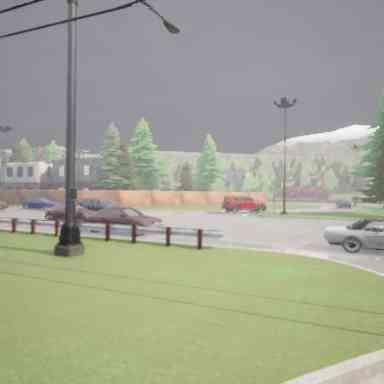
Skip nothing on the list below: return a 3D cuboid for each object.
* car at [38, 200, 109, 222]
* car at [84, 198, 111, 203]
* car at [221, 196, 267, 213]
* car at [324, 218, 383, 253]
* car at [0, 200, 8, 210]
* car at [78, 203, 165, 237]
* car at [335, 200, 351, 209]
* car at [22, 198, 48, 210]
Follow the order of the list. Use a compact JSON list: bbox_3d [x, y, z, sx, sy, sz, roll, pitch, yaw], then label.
[{"bbox_3d":[-8.814,1.551,24.691,4.674,1.442,1.812,0,0,25],"label":"car"},{"bbox_3d":[-8.936,1.413,32.482,4.553,1.767,2.097,0,0,25],"label":"car"},{"bbox_3d":[6.175,1.463,39.664,5.566,2.045,2.150,1,0,-18],"label":"car"},{"bbox_3d":[7.762,1.735,13.047,4.718,1.301,1.895,0,0,25],"label":"car"},{"bbox_3d":[-24.078,1.296,39.589,4.553,1.767,2.097,1,0,25],"label":"car"},{"bbox_3d":[-3.760,1.572,18.462,4.674,1.442,1.812,0,0,25],"label":"car"},{"bbox_3d":[25.822,2.060,56.877,2.033,1.411,5.357,1,0,14],"label":"car"},{"bbox_3d":[-18.688,1.483,41.280,5.008,1.535,1.882,0,0,21],"label":"car"}]
